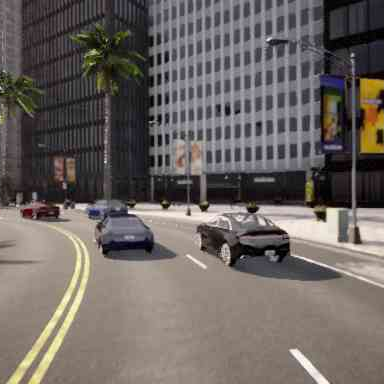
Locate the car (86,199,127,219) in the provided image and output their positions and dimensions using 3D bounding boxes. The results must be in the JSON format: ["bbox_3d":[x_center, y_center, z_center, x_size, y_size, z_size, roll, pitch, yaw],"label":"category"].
[{"bbox_3d":[-7.087,1.395,27.463,2.097,1.767,4.553,-1,0,-39],"label":"car"}]

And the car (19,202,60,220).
[{"bbox_3d":[-13.365,1.574,29.068,5.008,1.535,1.882,0,0,44],"label":"car"}]

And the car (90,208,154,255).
[{"bbox_3d":[-2.905,1.580,13.690,1.994,1.385,4.181,0,0,-20],"label":"car"}]

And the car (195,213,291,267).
[{"bbox_3d":[1.504,1.471,11.529,2.128,1.511,4.902,0,0,-16],"label":"car"}]
